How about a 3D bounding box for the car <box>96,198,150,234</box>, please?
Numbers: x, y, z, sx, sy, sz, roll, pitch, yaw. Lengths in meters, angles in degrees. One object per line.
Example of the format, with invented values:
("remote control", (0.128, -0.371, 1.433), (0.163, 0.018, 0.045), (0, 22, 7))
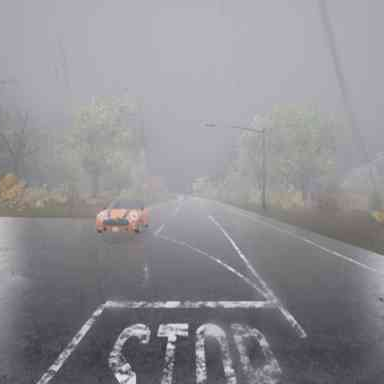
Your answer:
("car", (-3.510, 1.127, 17.557), (2.097, 1.767, 4.553), (1, 0, 0))
